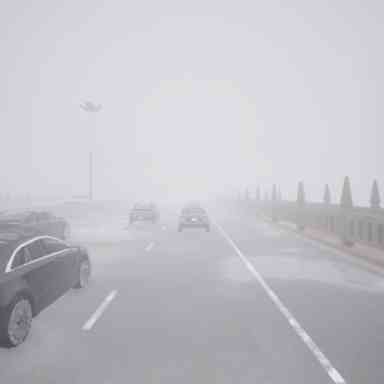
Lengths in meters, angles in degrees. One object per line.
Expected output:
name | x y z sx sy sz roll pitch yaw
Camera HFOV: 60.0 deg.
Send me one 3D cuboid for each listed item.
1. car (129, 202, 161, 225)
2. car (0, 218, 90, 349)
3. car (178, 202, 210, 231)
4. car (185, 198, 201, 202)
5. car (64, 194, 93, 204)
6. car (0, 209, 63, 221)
car | -3.389 1.504 24.390 2.128 1.511 4.902 0 0 0
car | -3.398 1.494 6.243 2.128 1.511 4.902 0 0 0
car | 0.109 1.558 20.553 2.033 1.411 5.357 0 0 0
car | 0.112 1.548 42.184 1.812 1.442 4.674 0 0 0
car | -14.010 1.245 41.455 2.150 2.045 5.566 0 0 0
car | -6.894 1.512 14.360 1.837 1.490 4.892 0 0 0
